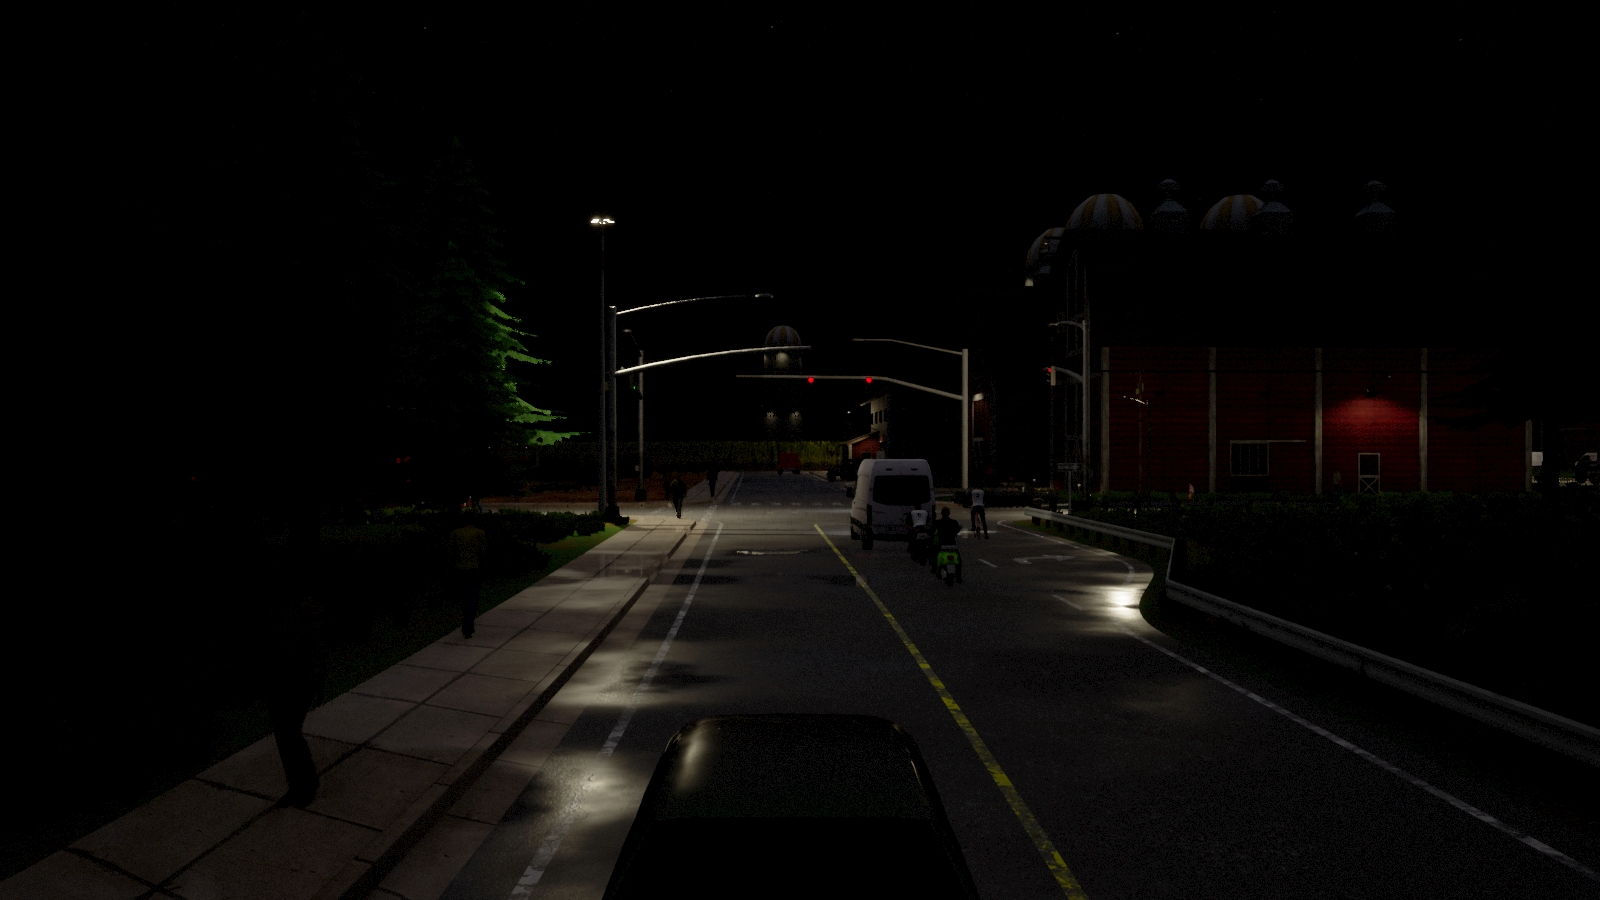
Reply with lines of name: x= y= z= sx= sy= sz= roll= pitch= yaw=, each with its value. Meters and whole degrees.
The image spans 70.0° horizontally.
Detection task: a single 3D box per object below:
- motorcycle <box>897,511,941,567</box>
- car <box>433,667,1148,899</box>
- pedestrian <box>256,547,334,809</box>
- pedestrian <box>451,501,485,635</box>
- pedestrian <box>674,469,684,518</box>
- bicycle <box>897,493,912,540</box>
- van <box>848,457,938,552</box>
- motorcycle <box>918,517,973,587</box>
motorcycle: x=2.898 y=2.159 z=27.998 sx=0.803 sy=1.199 sz=2.033 roll=0 pitch=0 yaw=-2
car: x=-0.032 y=1.973 z=4.130 sx=1.851 sy=1.617 sz=3.988 roll=0 pitch=0 yaw=0
pedestrian: x=-3.752 y=1.669 z=8.497 sx=0.375 sy=1.860 sz=0.375 roll=0 pitch=0 yaw=14
pedestrian: x=-4.717 y=1.670 z=16.222 sx=0.375 sy=1.860 sz=0.375 roll=0 pitch=0 yaw=0
pedestrian: x=-4.628 y=1.671 z=43.702 sx=0.375 sy=1.860 sz=0.375 roll=0 pitch=0 yaw=-1
bicycle: x=3.290 y=2.079 z=36.037 sx=0.373 sy=1.396 sz=1.643 roll=0 pitch=0 yaw=3
van: x=2.659 y=1.508 z=34.092 sx=1.988 sy=2.561 sz=5.915 roll=0 pitch=0 yaw=-2
motorcycle: x=3.041 y=2.115 z=24.012 sx=0.856 sy=1.316 sz=1.805 roll=0 pitch=0 yaw=-2
